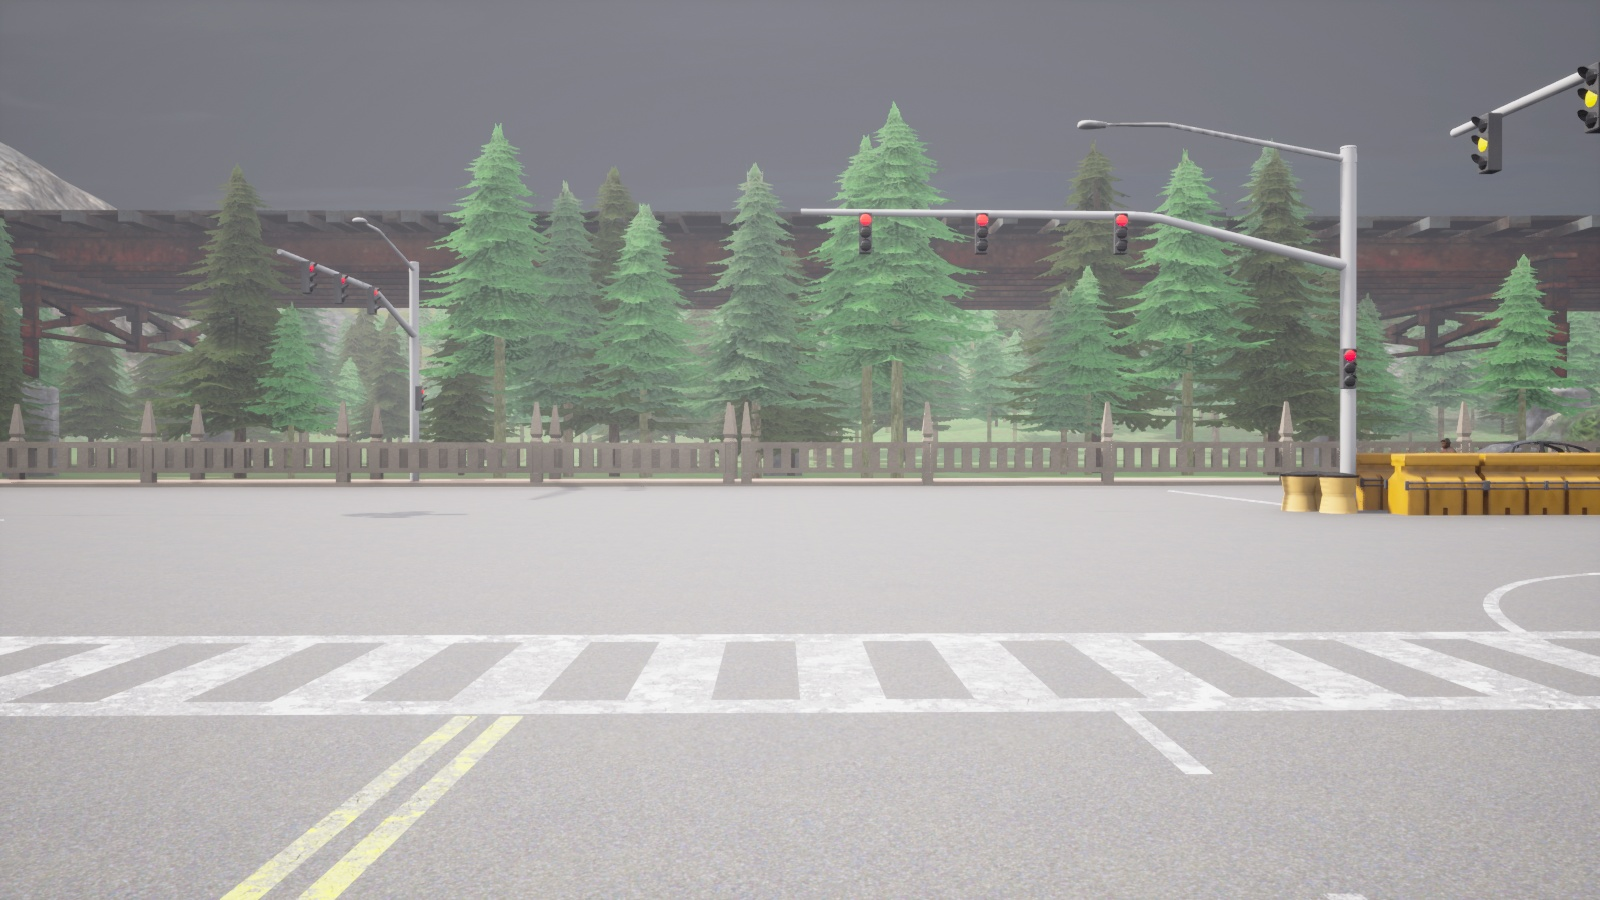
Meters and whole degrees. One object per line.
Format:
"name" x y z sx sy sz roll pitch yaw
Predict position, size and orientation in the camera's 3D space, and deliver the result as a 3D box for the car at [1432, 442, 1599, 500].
"car" 19.571 0.547 34.279 3.705 1.549 1.789 0 0 -1
